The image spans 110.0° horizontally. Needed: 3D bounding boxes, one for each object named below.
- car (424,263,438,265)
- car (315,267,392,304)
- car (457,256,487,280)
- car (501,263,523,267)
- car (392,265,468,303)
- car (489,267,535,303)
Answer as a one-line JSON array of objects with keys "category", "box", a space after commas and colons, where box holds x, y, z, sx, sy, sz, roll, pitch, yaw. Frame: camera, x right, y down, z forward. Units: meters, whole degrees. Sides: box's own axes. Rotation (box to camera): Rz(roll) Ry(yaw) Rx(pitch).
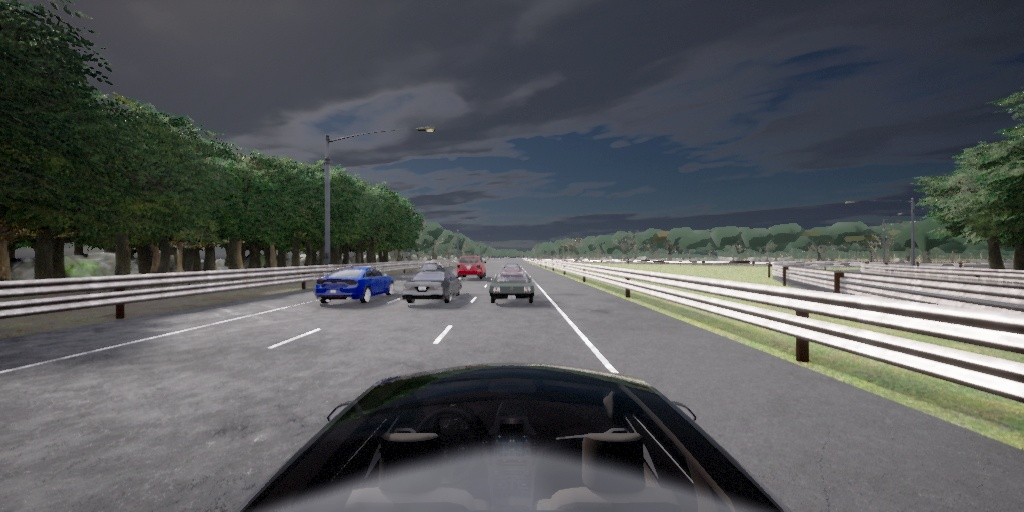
[{"category": "car", "box": [-7.000, 1.325, 31.499, 1.994, 1.385, 4.181, 0, 0, 0]}, {"category": "car", "box": [-7.000, 1.233, 16.499, 1.882, 1.535, 5.008, 0, 0, 0]}, {"category": "car", "box": [-3.500, 1.011, 31.530, 2.150, 2.045, 5.566, 0, 0, 0]}, {"category": "car", "box": [0.000, 1.325, 31.500, 1.994, 1.385, 4.181, 0, 0, 0]}, {"category": "car", "box": [-3.499, 1.311, 16.500, 2.033, 1.411, 5.357, 0, 0, 0]}, {"category": "car", "box": [0.001, 1.364, 16.530, 1.895, 1.301, 4.718, 0, 0, 0]}]
